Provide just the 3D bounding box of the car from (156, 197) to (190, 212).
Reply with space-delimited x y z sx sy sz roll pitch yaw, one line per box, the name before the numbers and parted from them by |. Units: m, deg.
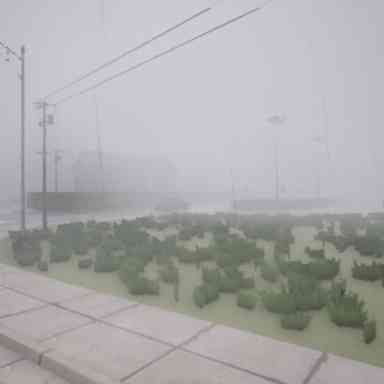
car | -2.126 1.389 38.756 2.097 1.767 4.553 0 0 36
